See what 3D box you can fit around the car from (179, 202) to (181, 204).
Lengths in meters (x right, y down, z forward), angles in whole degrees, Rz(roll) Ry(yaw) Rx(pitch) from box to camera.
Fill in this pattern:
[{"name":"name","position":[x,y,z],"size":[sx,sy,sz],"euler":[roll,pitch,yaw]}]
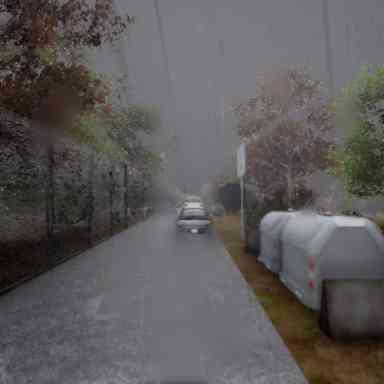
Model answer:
[{"name":"car","position":[-2.379,2.963,76.065],"size":[2.128,1.511,4.902],"euler":[0,-2,1]}]

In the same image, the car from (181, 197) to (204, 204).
[{"name":"car","position":[0.183,1.579,36.947],"size":[2.150,2.045,5.566],"euler":[0,-1,0]}]

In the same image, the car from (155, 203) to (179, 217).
[{"name":"car","position":[-2.771,1.895,35.465],"size":[1.994,1.385,4.181],"euler":[0,-1,0]}]

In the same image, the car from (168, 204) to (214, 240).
[{"name":"car","position":[0.114,1.577,17.540],"size":[2.128,1.511,4.902],"euler":[0,-1,0]}]
